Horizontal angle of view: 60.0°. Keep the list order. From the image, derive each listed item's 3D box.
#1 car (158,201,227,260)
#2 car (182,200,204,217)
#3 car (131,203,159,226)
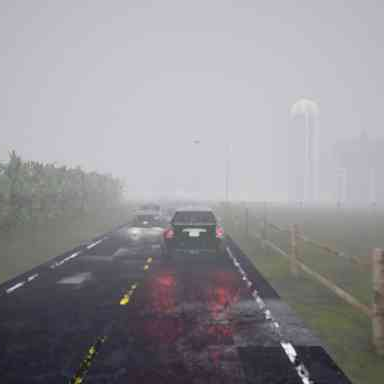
[{"bbox_3d":[0.080,1.317,12.483,2.097,1.767,4.553,0,0,0],"label":"car"},{"bbox_3d":[0.062,1.520,31.720,1.895,1.301,4.718,0,0,-1],"label":"car"},{"bbox_3d":[-2.862,1.487,23.054,2.033,1.411,5.357,0,0,0],"label":"car"}]
